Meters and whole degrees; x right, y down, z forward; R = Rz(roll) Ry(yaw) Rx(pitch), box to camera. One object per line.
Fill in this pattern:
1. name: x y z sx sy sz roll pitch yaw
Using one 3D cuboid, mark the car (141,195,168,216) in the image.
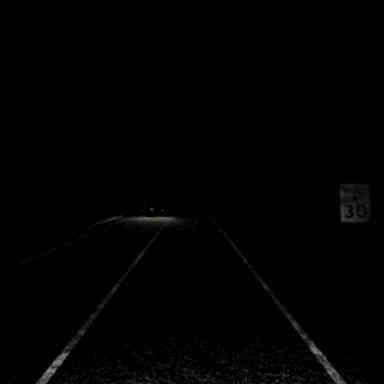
1. car: -3.664 1.330 33.200 2.150 2.045 5.566 0 -2 0
